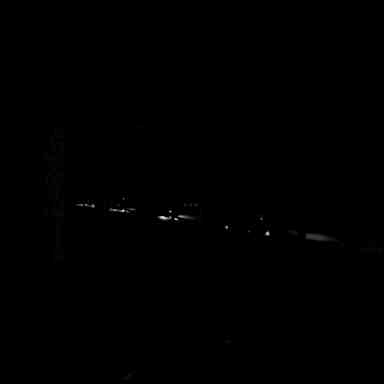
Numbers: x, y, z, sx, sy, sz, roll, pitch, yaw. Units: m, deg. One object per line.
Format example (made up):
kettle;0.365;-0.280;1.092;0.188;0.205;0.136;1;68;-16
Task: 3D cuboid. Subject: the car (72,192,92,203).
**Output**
car;-14.961;0.757;45.504;1.837;1.490;4.892;1;1;-34

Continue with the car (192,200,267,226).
car;2.450;1.240;20.504;2.128;1.511;4.902;1;1;-35

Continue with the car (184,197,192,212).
car;-1.516;1.139;31.349;2.033;1.411;5.357;1;1;-35

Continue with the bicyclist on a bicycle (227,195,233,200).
bicyclist on a bicycle;3.385;1.129;29.591;1.656;1.620;0.582;0;1;-35

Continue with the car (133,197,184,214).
car;-3.239;1.133;28.636;2.033;1.411;5.357;1;1;-35

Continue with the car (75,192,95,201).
car;-17.516;0.740;54.243;1.895;1.301;4.718;1;1;-35

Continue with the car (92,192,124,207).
car;-9.030;0.773;36.946;2.097;1.767;4.553;1;1;-35
